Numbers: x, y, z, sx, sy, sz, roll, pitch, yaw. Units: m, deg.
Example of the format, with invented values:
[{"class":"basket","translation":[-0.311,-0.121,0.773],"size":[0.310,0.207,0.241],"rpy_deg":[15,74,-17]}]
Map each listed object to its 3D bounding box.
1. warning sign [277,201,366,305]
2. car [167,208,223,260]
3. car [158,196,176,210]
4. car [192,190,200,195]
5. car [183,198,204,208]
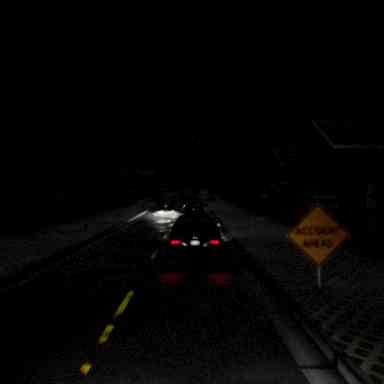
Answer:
[{"class":"warning sign","translation":[2.510,1.131,6.632],"size":[1.300,1.860,1.060],"rpy_deg":[-1,-1,0]},{"class":"car","translation":[0.104,1.560,12.415],"size":[2.033,1.411,5.357],"rpy_deg":[0,0,0]},{"class":"car","translation":[-2.798,1.238,37.935],"size":[2.128,1.511,4.902],"rpy_deg":[0,1,0]},{"class":"car","translation":[1.074,0.091,86.633],"size":[1.812,1.442,4.674],"rpy_deg":[0,1,0]},{"class":"car","translation":[0.135,1.330,32.628],"size":[2.128,1.511,4.902],"rpy_deg":[0,1,0]}]
